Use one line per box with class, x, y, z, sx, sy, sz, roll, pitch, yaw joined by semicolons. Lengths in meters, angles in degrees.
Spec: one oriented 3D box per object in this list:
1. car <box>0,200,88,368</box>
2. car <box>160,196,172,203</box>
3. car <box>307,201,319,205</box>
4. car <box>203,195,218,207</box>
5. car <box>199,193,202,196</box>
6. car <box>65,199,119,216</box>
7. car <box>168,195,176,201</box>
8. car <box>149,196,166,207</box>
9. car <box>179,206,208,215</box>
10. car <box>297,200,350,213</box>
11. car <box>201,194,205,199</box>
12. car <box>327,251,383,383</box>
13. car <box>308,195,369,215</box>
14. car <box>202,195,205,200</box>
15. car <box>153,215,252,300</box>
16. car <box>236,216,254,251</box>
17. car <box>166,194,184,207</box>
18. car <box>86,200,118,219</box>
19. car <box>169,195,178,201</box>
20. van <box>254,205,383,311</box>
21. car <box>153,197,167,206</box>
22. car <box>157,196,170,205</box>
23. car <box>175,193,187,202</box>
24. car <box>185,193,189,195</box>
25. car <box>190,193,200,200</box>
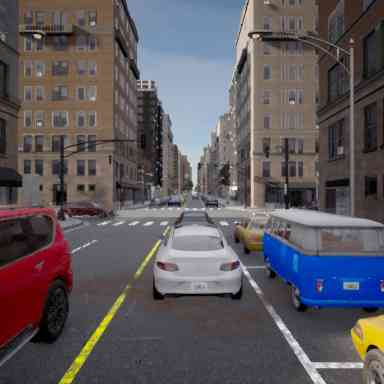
car;-3.093;1.222;3.500;2.150;2.045;5.566;0;0;0
car;-5.240;1.547;67.483;1.887;1.381;4.507;1;0;1
car;13.660;1.591;32.100;4.892;1.490;1.837;0;-1;0
car;3.052;1.569;50.782;1.947;1.339;4.313;1;0;1
car;3.594;1.546;89.493;2.008;1.369;4.403;1;0;1
car;-9.601;1.478;32.282;4.674;1.442;1.812;1;0;1
car;-5.010;1.524;83.900;1.752;1.417;4.829;1;0;1
car;-5.473;1.586;50.897;1.802;1.307;4.206;1;0;1
car;0.110;1.566;15.629;1.994;1.385;4.181;0;0;0
car;15.247;1.711;38.787;5.357;1.411;2.033;0;-1;0
car;3.207;1.553;61.842;2.008;1.369;4.403;1;0;1
car;2.678;1.525;1.941;1.752;1.417;4.829;1;0;0
car;15.598;1.355;35.539;5.566;2.045;2.150;0;-1;0
car;3.130;1.547;56.312;1.887;1.381;4.507;1;0;1
car;0.086;1.527;8.293;1.812;1.442;4.674;0;0;-1
car;2.692;1.527;13.288;1.752;1.417;4.829;1;0;0
car;-2.693;1.482;52.224;1.882;1.535;5.008;0;0;1
car;-8.612;1.465;28.192;4.674;1.442;1.812;2;-1;12
car;-4.931;1.563;89.598;1.947;1.339;4.313;1;0;1
van;2.686;1.342;7.445;1.690;1.788;3.998;1;0;0
car;-5.395;1.570;56.426;1.947;1.339;4.313;1;0;1
car;-5.318;1.554;61.954;2.008;1.369;4.403;1;0;1
car;-2.533;1.481;61.884;1.882;1.535;5.008;0;0;1
car;-2.326;1.357;72.011;2.097;1.767;4.553;0;0;1
car;0.951;1.520;91.829;1.812;1.442;4.674;0;0;1
